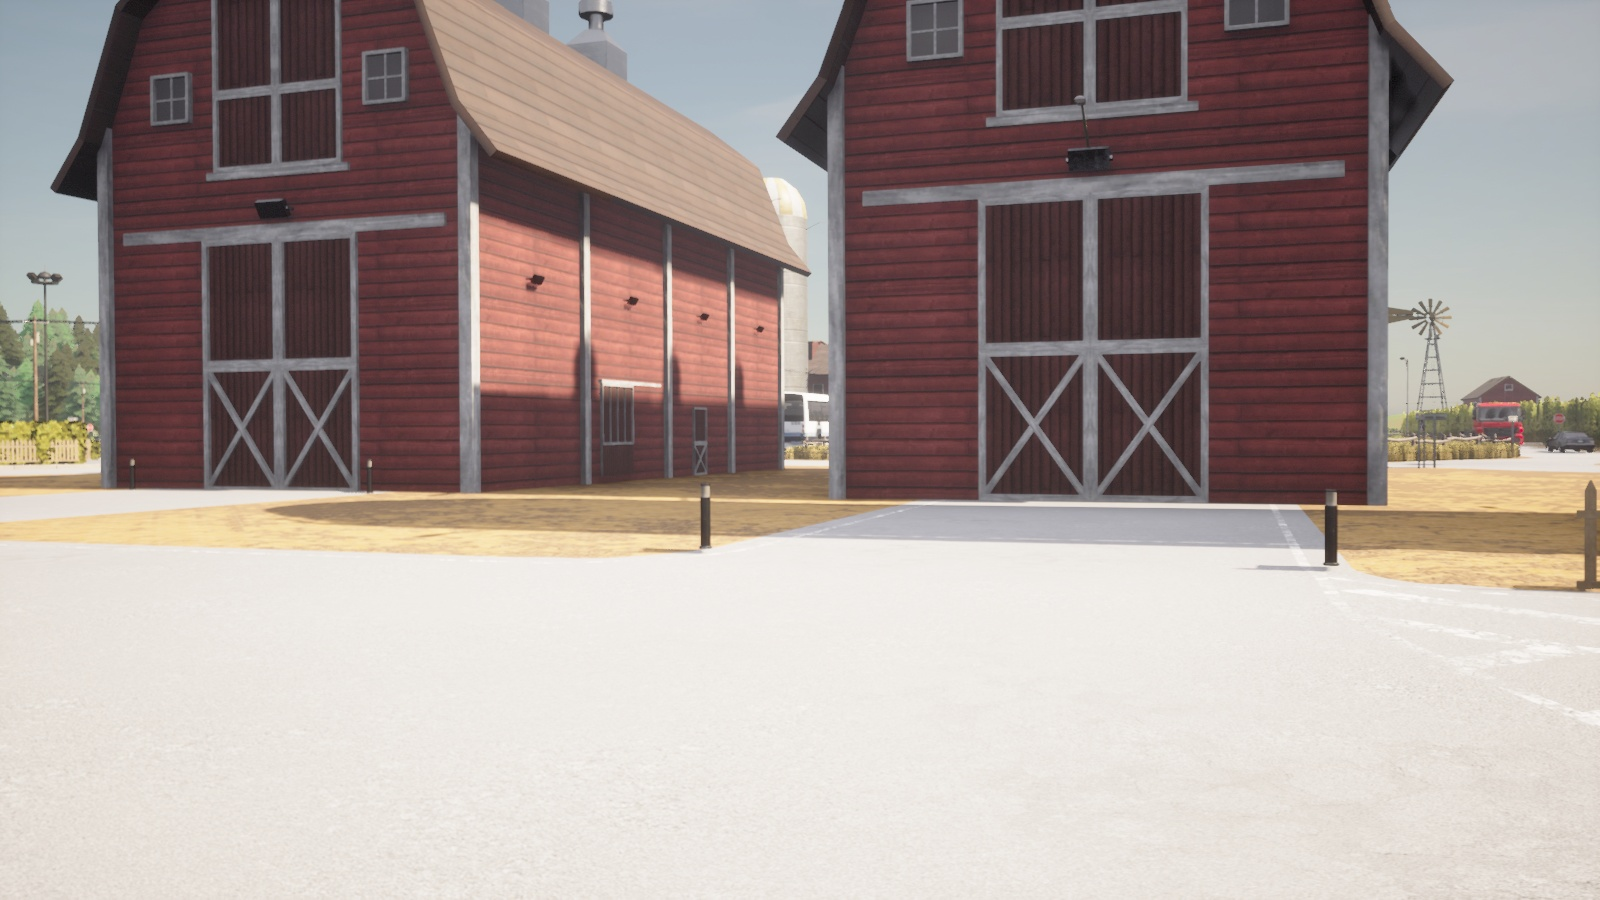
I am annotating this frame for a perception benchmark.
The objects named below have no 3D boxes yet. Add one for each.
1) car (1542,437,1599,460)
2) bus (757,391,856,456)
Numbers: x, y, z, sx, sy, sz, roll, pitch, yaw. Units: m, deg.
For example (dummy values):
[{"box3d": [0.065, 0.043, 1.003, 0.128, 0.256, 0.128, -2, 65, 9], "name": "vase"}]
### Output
[{"box3d": [50.459, -0.151, 82.322, 2.033, 1.411, 5.357, 1, 1, 19], "name": "car"}, {"box3d": [0.650, -1.814, 87.859, 3.944, 4.253, 10.273, 1, 1, 18], "name": "bus"}]
